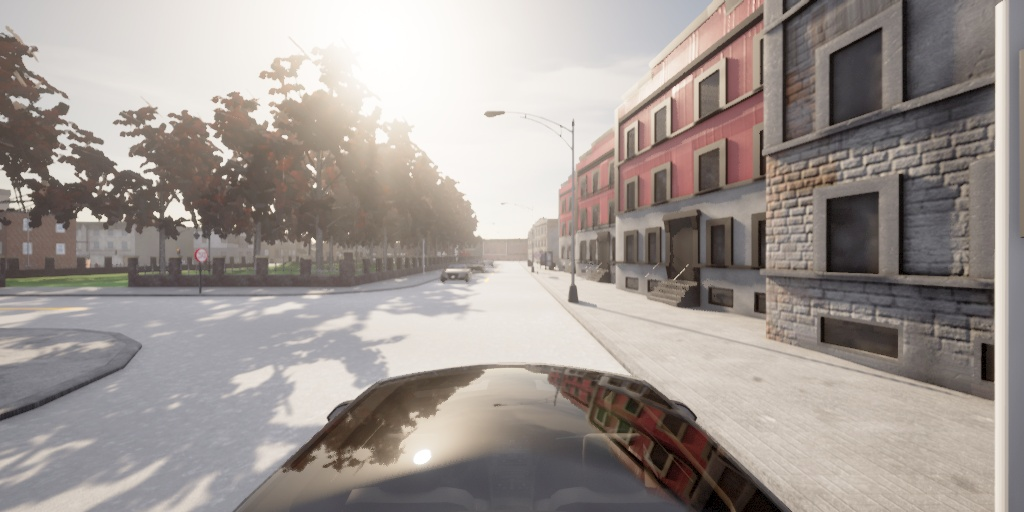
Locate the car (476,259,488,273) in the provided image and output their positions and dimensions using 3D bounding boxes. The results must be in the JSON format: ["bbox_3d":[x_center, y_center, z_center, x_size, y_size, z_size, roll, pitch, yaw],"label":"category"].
[{"bbox_3d":[-4.199,1.299,41.737,1.895,1.301,4.718,0,0,0],"label":"car"}]

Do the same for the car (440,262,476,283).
[{"bbox_3d":[-4.163,1.281,27.317,1.994,1.385,4.181,0,0,0],"label":"car"}]

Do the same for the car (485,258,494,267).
[{"bbox_3d":[-4.163,1.164,63.010,2.128,1.511,4.902,0,0,0],"label":"car"}]
